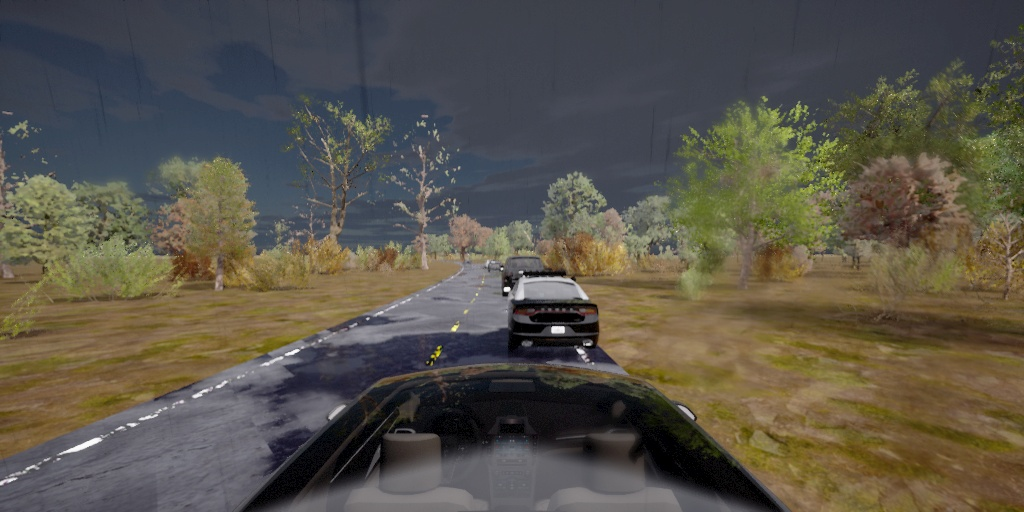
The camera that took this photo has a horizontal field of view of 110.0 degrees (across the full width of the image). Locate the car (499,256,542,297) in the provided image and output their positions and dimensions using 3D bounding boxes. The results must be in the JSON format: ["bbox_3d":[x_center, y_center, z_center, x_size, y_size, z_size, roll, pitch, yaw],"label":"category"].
[{"bbox_3d":[0.533,1.008,19.302,2.150,2.045,5.566,0,0,-2],"label":"car"}]

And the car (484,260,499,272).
[{"bbox_3d":[-2.308,1.336,47.988,2.128,1.511,4.902,0,0,-5],"label":"car"}]

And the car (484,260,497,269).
[{"bbox_3d":[-3.587,1.398,59.787,1.812,1.442,4.674,0,0,-7],"label":"car"}]

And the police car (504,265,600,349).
[{"bbox_3d":[0.821,1.190,9.337,1.930,1.638,5.238,0,0,-1],"label":"police car"}]
